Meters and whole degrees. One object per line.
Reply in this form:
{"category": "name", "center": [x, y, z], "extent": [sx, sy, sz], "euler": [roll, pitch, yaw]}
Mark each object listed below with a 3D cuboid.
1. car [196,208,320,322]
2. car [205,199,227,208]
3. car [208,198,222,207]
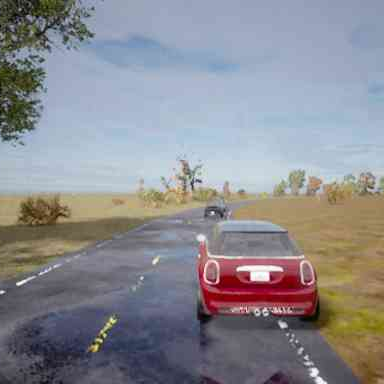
{"category": "car", "center": [1.176, 1.411, 7.557], "extent": [2.097, 1.767, 4.553], "euler": [0, 0, 2]}
{"category": "car", "center": [2.309, 1.760, 34.150], "extent": [1.837, 1.490, 4.892], "euler": [0, 0, 8]}
{"category": "car", "center": [4.473, 1.961, 63.621], "extent": [1.837, 1.490, 4.892], "euler": [0, 0, 13]}
